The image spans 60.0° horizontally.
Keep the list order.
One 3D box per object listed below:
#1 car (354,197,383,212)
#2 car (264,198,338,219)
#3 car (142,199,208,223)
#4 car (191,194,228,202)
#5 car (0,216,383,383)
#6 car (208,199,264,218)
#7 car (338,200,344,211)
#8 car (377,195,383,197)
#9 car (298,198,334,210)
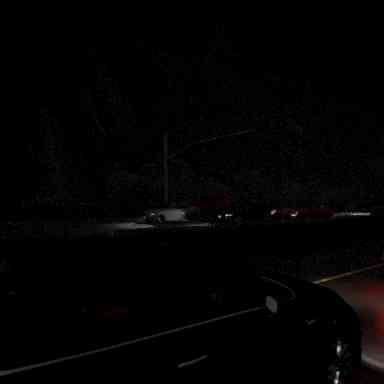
[{"bbox_3d":[19.277,1.463,35.322,4.718,1.301,1.895,0,0,-36],"label":"car"},{"bbox_3d":[7.375,1.316,22.306,4.553,1.767,2.097,-1,0,-36],"label":"car"},{"bbox_3d":[-1.429,1.506,24.550,4.674,1.442,1.812,0,0,-36],"label":"car"},{"bbox_3d":[1.078,1.189,30.710,5.566,2.045,2.150,0,0,-36],"label":"car"},{"bbox_3d":[-0.128,1.351,3.654,4.553,1.767,2.097,0,0,-36],"label":"car"},{"bbox_3d":[3.842,1.479,24.062,4.892,1.490,1.837,0,0,-36],"label":"car"},{"bbox_3d":[14.785,1.406,36.377,4.674,1.442,1.812,0,0,-36],"label":"car"},{"bbox_3d":[29.544,1.256,51.451,4.892,1.490,1.837,-1,0,-36],"label":"car"},{"bbox_3d":[15.326,1.461,41.103,4.718,1.301,1.895,0,0,-36],"label":"car"}]
